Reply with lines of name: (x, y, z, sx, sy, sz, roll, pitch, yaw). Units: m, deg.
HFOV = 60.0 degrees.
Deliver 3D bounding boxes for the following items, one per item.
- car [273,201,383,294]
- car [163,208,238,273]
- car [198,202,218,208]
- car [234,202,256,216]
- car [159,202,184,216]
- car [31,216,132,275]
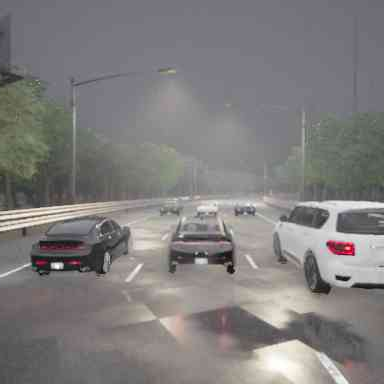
car: (3.748, 1.240, 8.905, 2.150, 2.045, 5.566, 0, 0, 1)
car: (0.312, 1.511, 10.729, 2.128, 1.511, 4.902, 0, 0, 2)
car: (1.577, 1.660, 32.787, 1.895, 1.301, 4.718, 0, 0, 5)
car: (5.082, 1.662, 32.686, 1.895, 1.301, 4.718, 0, 0, 5)
car: (-1.921, 1.659, 32.944, 1.895, 1.301, 4.718, 0, 0, 5)
car: (-3.195, 1.522, 10.485, 1.837, 1.490, 4.892, 0, 0, 2)
